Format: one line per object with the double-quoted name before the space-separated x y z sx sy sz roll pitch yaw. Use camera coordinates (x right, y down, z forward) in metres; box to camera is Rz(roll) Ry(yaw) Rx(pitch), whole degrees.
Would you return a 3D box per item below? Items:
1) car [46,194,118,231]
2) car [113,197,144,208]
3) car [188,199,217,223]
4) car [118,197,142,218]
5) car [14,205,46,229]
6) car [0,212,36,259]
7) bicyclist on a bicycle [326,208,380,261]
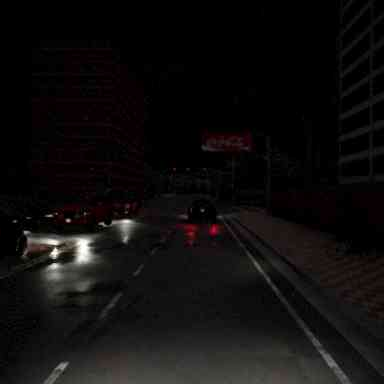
"car" -6.530 1.172 20.554 2.150 2.045 5.566 0 0 2
"car" -8.805 1.449 45.987 4.674 1.442 1.812 0 0 42
"car" 0.790 1.344 25.604 2.097 1.767 4.553 0 0 2
"car" -6.196 1.221 29.760 2.097 1.767 4.553 0 0 2
"car" -10.007 1.493 20.980 1.994 1.385 4.181 0 0 3
"car" -6.844 1.517 10.080 1.994 1.385 4.181 0 0 2
"bicyclist on a bicycle" 4.962 1.325 10.209 1.656 1.620 0.582 1 0 2
